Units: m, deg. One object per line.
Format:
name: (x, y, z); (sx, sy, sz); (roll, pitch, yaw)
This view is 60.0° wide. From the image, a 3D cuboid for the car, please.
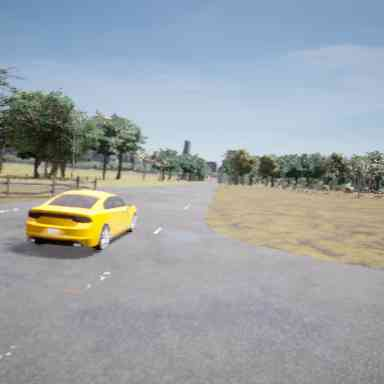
car: (-3.100, 0.695, 10.464); (1.882, 1.535, 5.008); (5, 3, 5)
